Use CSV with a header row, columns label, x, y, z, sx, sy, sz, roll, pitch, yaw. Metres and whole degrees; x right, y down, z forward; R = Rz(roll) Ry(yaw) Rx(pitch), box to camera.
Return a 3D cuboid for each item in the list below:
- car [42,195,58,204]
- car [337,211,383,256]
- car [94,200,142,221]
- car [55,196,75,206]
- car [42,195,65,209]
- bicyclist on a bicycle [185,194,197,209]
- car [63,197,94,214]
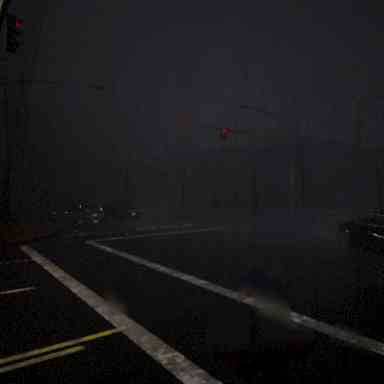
label,x,y,z,sx,sy,sz,roll,pitch,yaw
car,-26.062,1.363,60.881,1.812,1.442,4.674,-1,0,-36
car,6.421,1.357,10.651,2.128,1.511,4.902,0,0,-1
car,-5.695,1.367,26.359,2.128,1.511,4.902,-1,0,-36
car,-20.229,1.399,52.846,1.994,1.385,4.181,-1,0,-35
car,-17.387,1.355,42.654,1.882,1.535,5.008,-1,0,-35
bicyclist on a bicycle,-0.084,1.048,37.370,1.656,1.620,0.582,-1,1,-36
car,-11.499,1.478,34.444,1.895,1.301,4.718,-1,0,-36
